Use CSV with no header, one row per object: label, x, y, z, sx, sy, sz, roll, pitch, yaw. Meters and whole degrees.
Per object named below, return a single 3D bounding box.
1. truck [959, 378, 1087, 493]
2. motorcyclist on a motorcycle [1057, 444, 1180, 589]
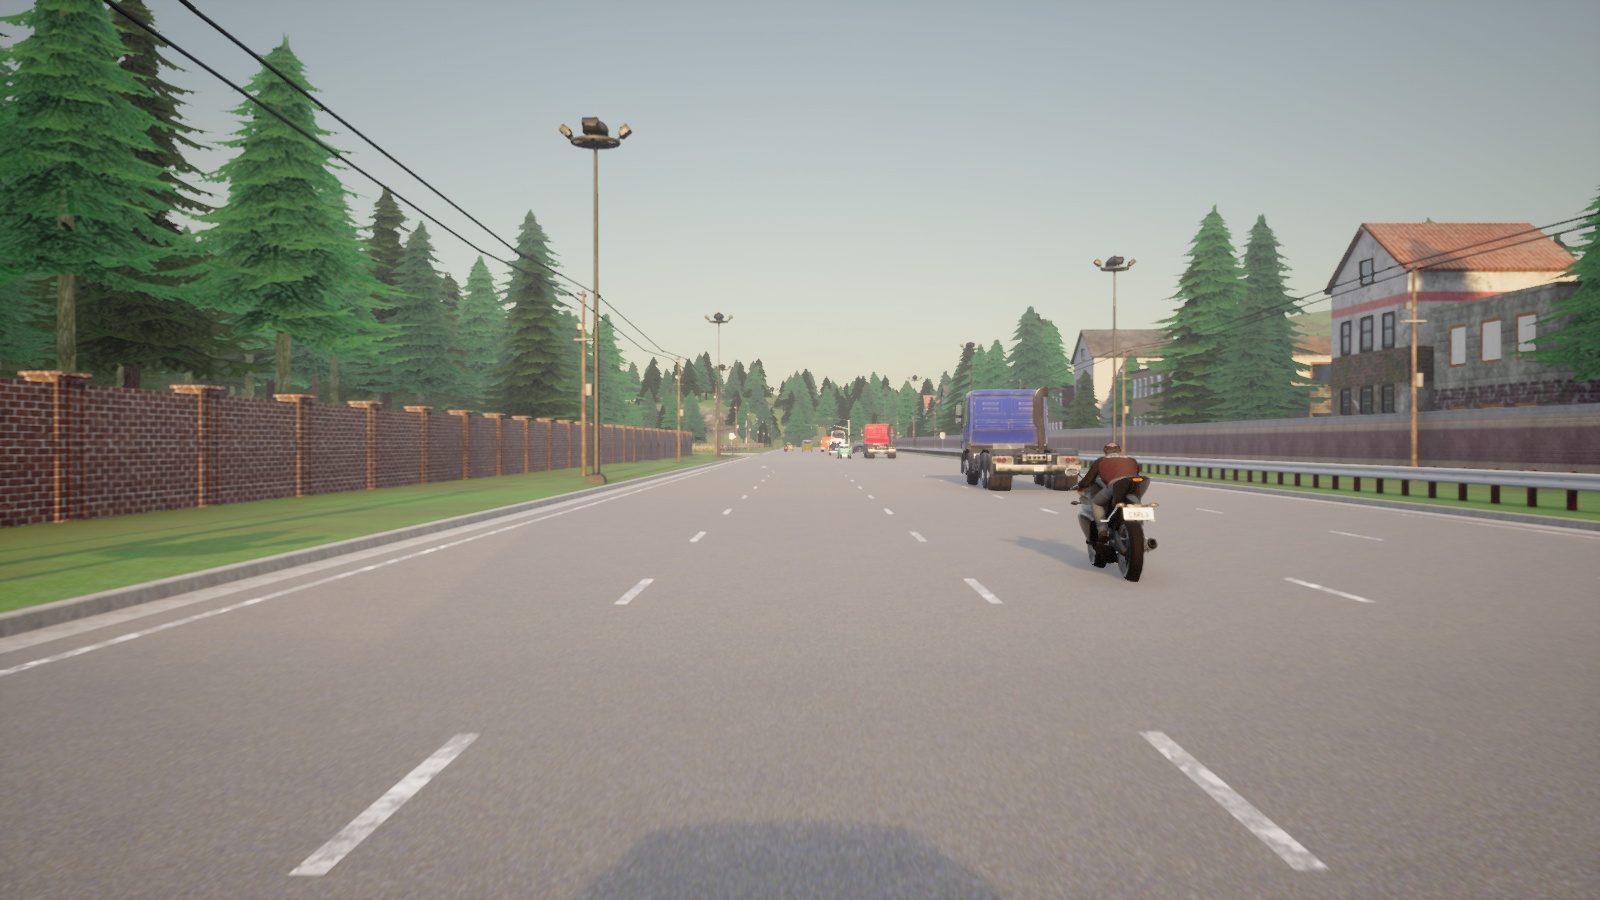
truck,7.256,-0.466,42.020,2.891,3.462,7.936,0,0,0
motorcyclist on a motorcycle,3.598,0.703,14.419,0.866,1.530,2.191,0,0,0
